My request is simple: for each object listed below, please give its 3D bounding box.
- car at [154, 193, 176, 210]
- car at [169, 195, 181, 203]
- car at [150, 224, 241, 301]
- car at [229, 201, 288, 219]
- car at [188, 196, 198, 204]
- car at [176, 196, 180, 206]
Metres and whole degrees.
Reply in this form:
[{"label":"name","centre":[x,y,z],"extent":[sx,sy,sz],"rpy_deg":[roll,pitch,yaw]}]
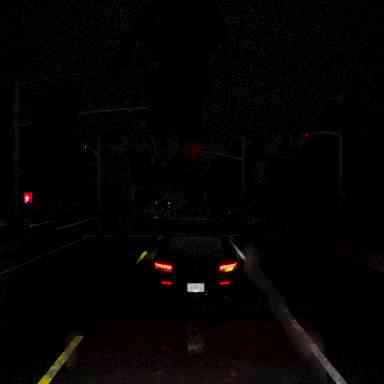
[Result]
[{"label":"car","centre":[-3.546,1.352,42.395],"extent":[2.097,1.767,4.553],"rpy_deg":[0,0,0]},{"label":"car","centre":[-3.426,1.492,68.462],"extent":[2.128,1.511,4.902],"rpy_deg":[0,0,0]},{"label":"car","centre":[0.082,1.526,8.183],"extent":[1.812,1.442,4.674],"rpy_deg":[0,0,0]},{"label":"car","centre":[5.569,1.476,27.923],"extent":[4.902,1.511,2.128],"rpy_deg":[0,0,-4]},{"label":"car","centre":[0.174,1.491,62.869],"extent":[2.128,1.511,4.902],"rpy_deg":[0,0,0]},{"label":"car","centre":[-3.531,1.223,52.969],"extent":[2.150,2.045,5.566],"rpy_deg":[0,0,0]}]
